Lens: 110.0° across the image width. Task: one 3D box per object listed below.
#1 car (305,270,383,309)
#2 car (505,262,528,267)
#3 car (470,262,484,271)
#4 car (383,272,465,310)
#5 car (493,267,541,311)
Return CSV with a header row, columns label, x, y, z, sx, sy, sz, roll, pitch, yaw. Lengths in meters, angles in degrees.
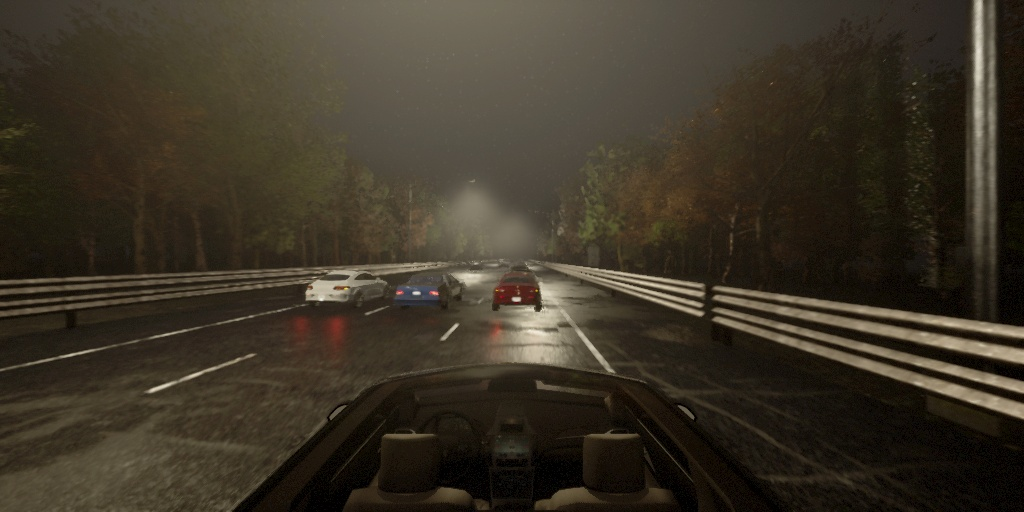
label,x,y,z,sx,sy,sz,roll,pitch,yaw
car,-6.773,1.319,15.169,1.812,1.442,4.674,0,0,2
car,0.621,1.467,30.044,1.837,1.490,4.892,0,0,2
car,-5.637,1.640,58.440,2.033,1.411,5.357,0,0,2
car,-3.278,1.369,15.074,2.033,1.411,5.357,0,0,2
car,0.224,1.377,14.983,1.812,1.442,4.674,0,0,2
